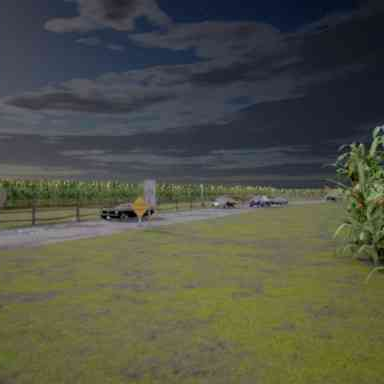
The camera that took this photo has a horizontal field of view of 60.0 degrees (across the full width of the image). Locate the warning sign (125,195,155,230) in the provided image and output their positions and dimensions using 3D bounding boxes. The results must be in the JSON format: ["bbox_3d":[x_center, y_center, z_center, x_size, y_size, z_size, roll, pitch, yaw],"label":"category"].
[{"bbox_3d":[-2.949,1.115,18.976,1.300,1.860,1.060,1,0,30],"label":"warning sign"}]

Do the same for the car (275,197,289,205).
[{"bbox_3d":[14.970,1.485,56.666,1.994,1.385,4.181,1,0,34],"label":"car"}]

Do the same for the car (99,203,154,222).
[{"bbox_3d":[-5.043,1.535,26.188,1.895,1.301,4.718,1,0,29],"label":"car"}]

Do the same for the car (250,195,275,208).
[{"bbox_3d":[10.054,1.283,48.427,2.097,1.767,4.553,1,0,30],"label":"car"}]

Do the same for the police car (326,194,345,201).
[{"bbox_3d":[33.217,1.332,77.884,1.930,1.638,5.238,1,1,45],"label":"police car"}]

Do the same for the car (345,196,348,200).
[{"bbox_3d":[40.424,1.355,84.712,5.366,1.575,1.801,0,1,-42],"label":"car"}]

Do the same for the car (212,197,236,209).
[{"bbox_3d":[4.183,1.399,43.621,2.128,1.511,4.902,1,0,28],"label":"car"}]
